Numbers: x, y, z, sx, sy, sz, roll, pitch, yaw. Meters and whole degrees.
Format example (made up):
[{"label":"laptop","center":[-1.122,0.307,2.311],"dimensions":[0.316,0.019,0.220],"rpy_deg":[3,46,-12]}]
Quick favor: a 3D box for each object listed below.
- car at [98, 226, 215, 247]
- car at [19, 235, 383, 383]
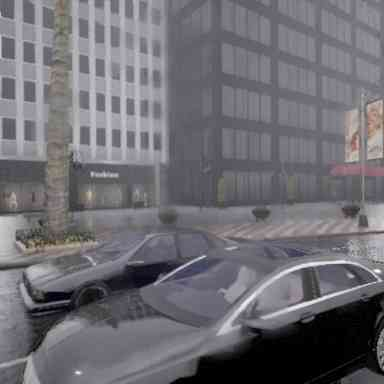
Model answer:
[{"label":"car","center":[-0.763,1.506,7.315],"dimensions":[5.357,1.411,2.033],"rpy_deg":[-1,0,-32]},{"label":"car","center":[0.718,1.458,4.014],"dimensions":[4.902,1.511,2.128],"rpy_deg":[-1,0,-31]}]
